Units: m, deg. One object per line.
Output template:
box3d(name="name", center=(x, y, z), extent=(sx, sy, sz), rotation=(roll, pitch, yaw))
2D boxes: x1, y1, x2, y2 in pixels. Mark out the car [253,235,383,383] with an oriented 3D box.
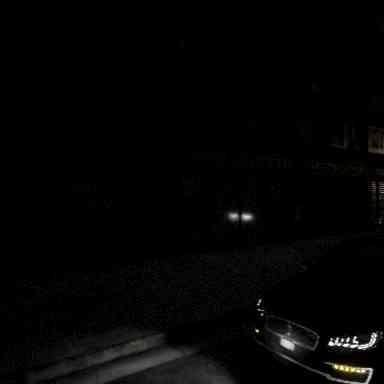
box3d(name="car", center=(3.083, 1.511, 5.260), extent=(4.892, 1.490, 1.837), rotation=(0, 0, -35))
